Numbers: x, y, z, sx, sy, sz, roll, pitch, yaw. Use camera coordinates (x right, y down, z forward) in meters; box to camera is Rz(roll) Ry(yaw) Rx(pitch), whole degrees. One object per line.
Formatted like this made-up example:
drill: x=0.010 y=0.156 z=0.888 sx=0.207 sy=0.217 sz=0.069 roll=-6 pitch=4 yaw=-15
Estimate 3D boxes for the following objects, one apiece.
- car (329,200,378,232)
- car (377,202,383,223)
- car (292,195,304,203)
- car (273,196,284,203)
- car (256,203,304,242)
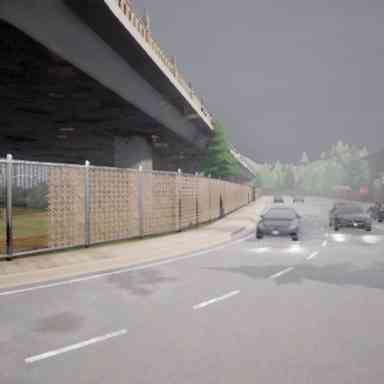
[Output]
car: x=9.271 y=1.454 z=19.756 sx=1.837 sy=1.490 sz=4.892 roll=0 pitch=0 yaw=17
car: x=14.455 y=1.476 z=24.864 sx=2.033 sy=1.411 sz=5.357 roll=0 pitch=0 yaw=14
car: x=19.429 y=1.305 z=60.809 sx=1.812 sy=1.442 sz=4.674 roll=0 pitch=0 yaw=13
car: x=16.026 y=1.420 z=61.626 sx=2.033 sy=1.411 sz=5.357 roll=0 pitch=0 yaw=13
car: x=4.473 y=1.490 z=16.546 sx=1.812 sy=1.442 sz=4.674 roll=0 pitch=0 yaw=22
